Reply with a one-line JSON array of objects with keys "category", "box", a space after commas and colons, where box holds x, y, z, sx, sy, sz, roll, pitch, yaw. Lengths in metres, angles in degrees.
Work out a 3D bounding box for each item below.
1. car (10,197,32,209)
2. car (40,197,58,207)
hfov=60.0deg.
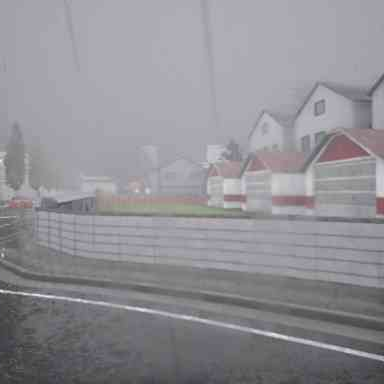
[{"category": "car", "box": [-24.382, 1.428, 47.580, 2.097, 1.767, 4.553, -1, 0, -13]}, {"category": "car", "box": [-21.260, 1.532, 49.543, 1.837, 1.490, 4.892, -1, 1, -14]}]
